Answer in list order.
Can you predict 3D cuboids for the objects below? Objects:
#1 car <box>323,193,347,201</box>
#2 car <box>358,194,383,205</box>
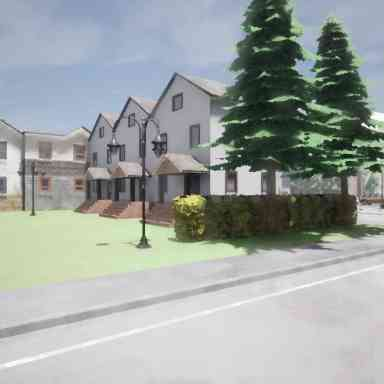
[{"bbox_3d":[32.105,1.097,74.691,1.932,1.855,4.605,0,0,-36],"label":"car"},{"bbox_3d":[27.232,1.097,49.238,1.932,1.855,4.605,0,0,-36],"label":"car"}]
